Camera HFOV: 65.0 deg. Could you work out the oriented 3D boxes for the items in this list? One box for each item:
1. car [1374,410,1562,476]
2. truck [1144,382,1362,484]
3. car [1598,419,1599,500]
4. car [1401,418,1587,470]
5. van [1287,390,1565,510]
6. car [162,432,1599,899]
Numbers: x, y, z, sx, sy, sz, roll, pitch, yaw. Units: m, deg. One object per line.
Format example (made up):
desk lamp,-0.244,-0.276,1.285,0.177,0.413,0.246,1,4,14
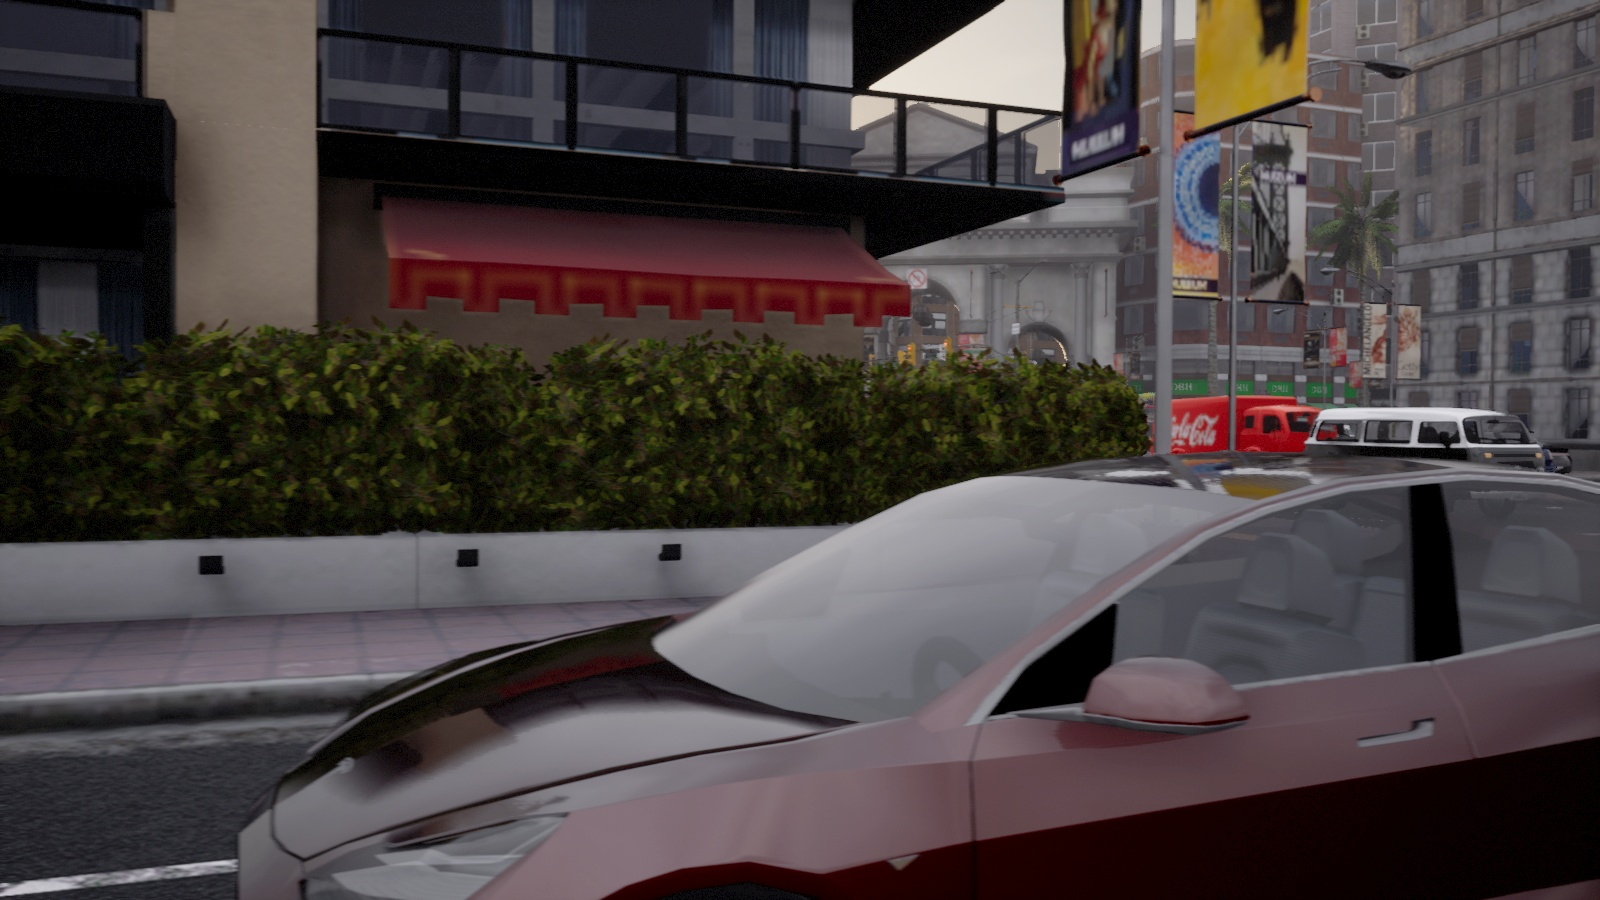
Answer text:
car,19.181,-0.222,36.312,2.097,1.767,4.553,-1,1,-20
truck,11.802,-0.422,33.195,2.627,2.467,5.204,-1,0,-20
car,16.235,0.178,21.596,1.970,1.475,3.806,-1,1,-22
car,21.715,-0.211,39.544,2.128,1.511,4.902,-1,1,-21
van,11.641,-0.041,23.726,2.069,2.038,4.480,-1,1,-20
car,0.982,0.722,3.612,4.792,1.488,2.163,-1,1,-21
